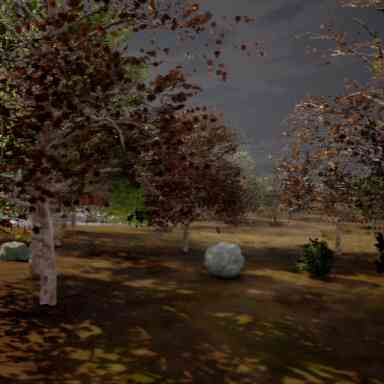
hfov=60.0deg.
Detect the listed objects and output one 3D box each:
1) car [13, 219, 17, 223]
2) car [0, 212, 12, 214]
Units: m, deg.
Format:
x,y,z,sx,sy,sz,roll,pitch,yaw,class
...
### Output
x,y,z,sx,sy,sz,roll,pitch,yaw,class
-21.768,4.419,39.444,5.566,2.045,2.435,1,1,17,car
-31.619,4.221,54.556,5.566,2.045,2.435,0,0,17,car
